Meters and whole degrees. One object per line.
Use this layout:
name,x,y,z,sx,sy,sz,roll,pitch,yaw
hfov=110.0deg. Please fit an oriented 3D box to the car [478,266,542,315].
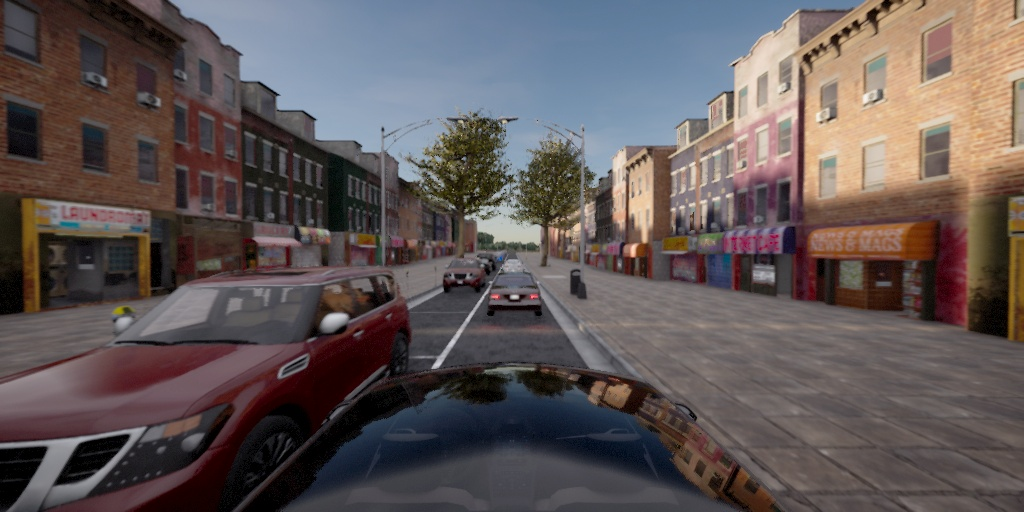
car,0.090,1.283,13.414,2.033,1.411,5.357,0,0,0

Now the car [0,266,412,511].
car,-2.638,1.069,4.148,2.192,1.841,5.009,0,0,0

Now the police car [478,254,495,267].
police car,-3.002,0.934,34.866,1.930,1.638,5.238,0,1,0

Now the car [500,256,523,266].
car,0.103,1.047,34.081,1.812,1.442,4.674,0,1,0

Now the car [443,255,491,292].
car,-2.634,1.001,20.792,2.192,1.841,5.009,0,0,0

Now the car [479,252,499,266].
car,-2.973,0.628,41.782,2.150,2.045,5.566,0,1,0

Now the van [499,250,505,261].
van,-2.624,0.258,65.163,1.690,1.789,3.998,0,0,0
